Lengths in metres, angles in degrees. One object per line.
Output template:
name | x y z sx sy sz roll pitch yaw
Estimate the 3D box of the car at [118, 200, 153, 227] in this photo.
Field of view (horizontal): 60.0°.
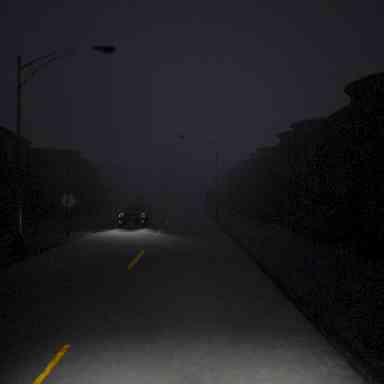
car | -4.167 1.635 25.035 2.097 1.767 4.553 0 -1 0
